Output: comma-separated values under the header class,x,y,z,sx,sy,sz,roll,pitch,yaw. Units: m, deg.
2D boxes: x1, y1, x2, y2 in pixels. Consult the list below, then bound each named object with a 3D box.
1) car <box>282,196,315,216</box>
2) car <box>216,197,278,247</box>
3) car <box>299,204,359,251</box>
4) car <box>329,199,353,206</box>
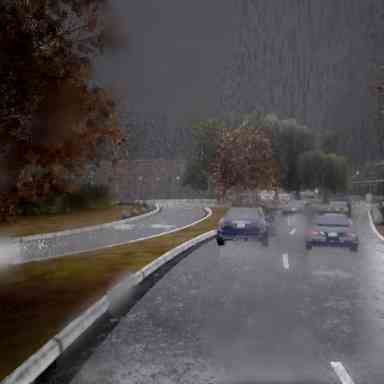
class,x,y,z,sx,sy,sz,roll,pitch,yaw
car,9.135,1.320,28.637,1.994,1.385,4.181,0,0,27
car,2.601,1.285,14.869,2.097,1.767,4.553,0,1,19
car,5.676,1.479,13.816,2.033,1.411,5.357,0,1,19
car,12.027,1.306,27.155,2.033,1.411,5.357,0,0,27
